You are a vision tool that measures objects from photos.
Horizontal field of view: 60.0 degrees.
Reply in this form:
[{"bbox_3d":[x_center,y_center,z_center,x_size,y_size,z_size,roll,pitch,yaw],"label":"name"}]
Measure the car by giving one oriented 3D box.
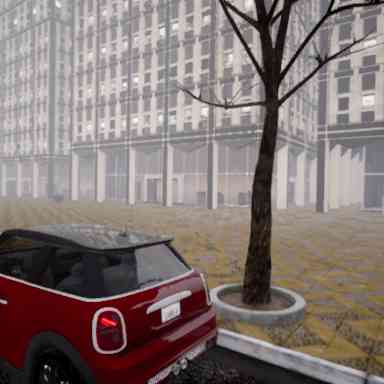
[{"bbox_3d":[-1.955,1.239,4.776,4.553,1.767,2.097,2,1,35],"label":"car"}]
